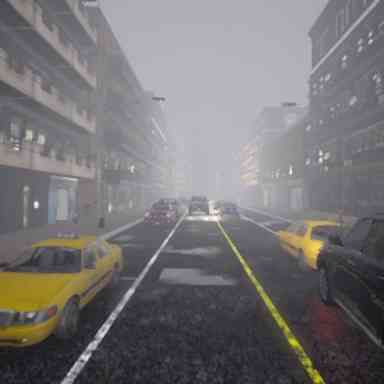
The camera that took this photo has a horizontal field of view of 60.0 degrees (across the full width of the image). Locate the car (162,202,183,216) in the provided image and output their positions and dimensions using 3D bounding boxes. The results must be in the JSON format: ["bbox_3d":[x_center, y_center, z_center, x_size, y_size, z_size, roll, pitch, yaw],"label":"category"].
[{"bbox_3d":[-1.967,1.721,34.932,1.802,1.307,4.206,1,0,1],"label":"car"}]

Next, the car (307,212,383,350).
[{"bbox_3d":[3.497,1.287,4.928,2.150,2.045,5.566,-1,0,7],"label":"car"}]

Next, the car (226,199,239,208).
[{"bbox_3d":[6.916,1.893,57.451,1.752,1.417,4.829,1,0,1],"label":"car"}]

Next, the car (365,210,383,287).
[{"bbox_3d":[5.791,1.429,6.567,2.192,1.841,5.009,1,0,1],"label":"car"}]

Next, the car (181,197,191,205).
[{"bbox_3d":[-1.215,1.849,68.741,1.887,1.381,4.507,1,0,1],"label":"car"}]

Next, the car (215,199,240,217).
[{"bbox_3d":[3.731,1.762,33.816,2.033,1.411,5.357,1,0,2],"label":"car"}]

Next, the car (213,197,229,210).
[{"bbox_3d":[3.961,1.820,45.586,2.033,1.411,5.357,1,0,1],"label":"car"}]

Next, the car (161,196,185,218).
[{"bbox_3d":[-2.086,1.426,29.298,2.192,1.841,5.009,1,0,1],"label":"car"}]

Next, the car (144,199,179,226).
[{"bbox_3d":[-2.214,1.523,23.662,1.967,1.590,4.097,1,0,1],"label":"car"}]

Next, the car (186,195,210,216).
[{"bbox_3d":[0.753,1.404,36.073,2.150,2.045,5.566,1,0,1],"label":"car"}]

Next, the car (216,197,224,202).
[{"bbox_3d":[7.663,2.080,91.089,2.008,1.369,4.403,1,0,1],"label":"car"}]

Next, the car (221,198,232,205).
[{"bbox_3d":[7.162,1.966,68.550,1.887,1.381,4.507,1,0,1],"label":"car"}]

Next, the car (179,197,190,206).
[{"bbox_3d":[-1.339,1.717,63.106,1.967,1.590,4.097,1,0,1],"label":"car"}]

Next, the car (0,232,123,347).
[{"bbox_3d":[-2.594,1.521,6.586,1.752,1.417,4.829,1,0,1],"label":"car"}]

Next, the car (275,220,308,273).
[{"bbox_3d":[4.095,1.567,11.020,1.801,1.575,5.366,1,0,1],"label":"car"}]
